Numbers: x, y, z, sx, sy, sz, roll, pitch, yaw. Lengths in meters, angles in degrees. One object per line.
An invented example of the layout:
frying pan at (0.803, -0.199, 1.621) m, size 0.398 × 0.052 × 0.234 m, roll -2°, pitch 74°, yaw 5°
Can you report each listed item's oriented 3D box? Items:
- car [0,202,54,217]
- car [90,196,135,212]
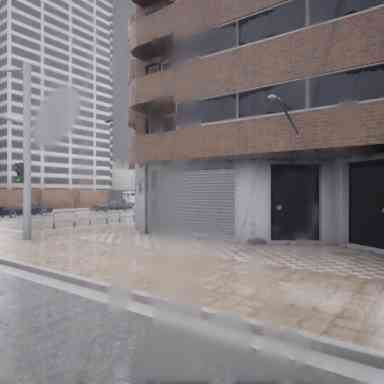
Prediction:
car at (-15.559, 1.601, 30.977) m, size 1.895 × 1.301 × 4.718 m, roll 0°, pitch 0°, yaw 36°
car at (-9.403, 1.547, 39.434) m, size 2.033 × 1.411 × 5.357 m, roll 0°, pitch 0°, yaw 36°
